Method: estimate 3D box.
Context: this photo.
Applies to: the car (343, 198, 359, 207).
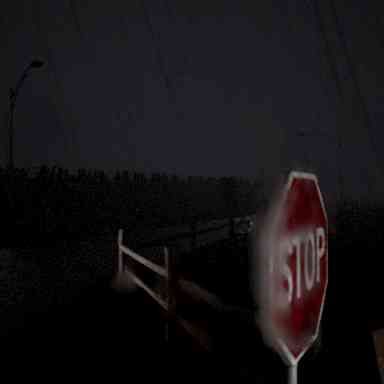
[{"bbox_3d":[25.147,1.654,52.906,2.033,1.411,5.357,-1,-1,35],"label":"car"}]
